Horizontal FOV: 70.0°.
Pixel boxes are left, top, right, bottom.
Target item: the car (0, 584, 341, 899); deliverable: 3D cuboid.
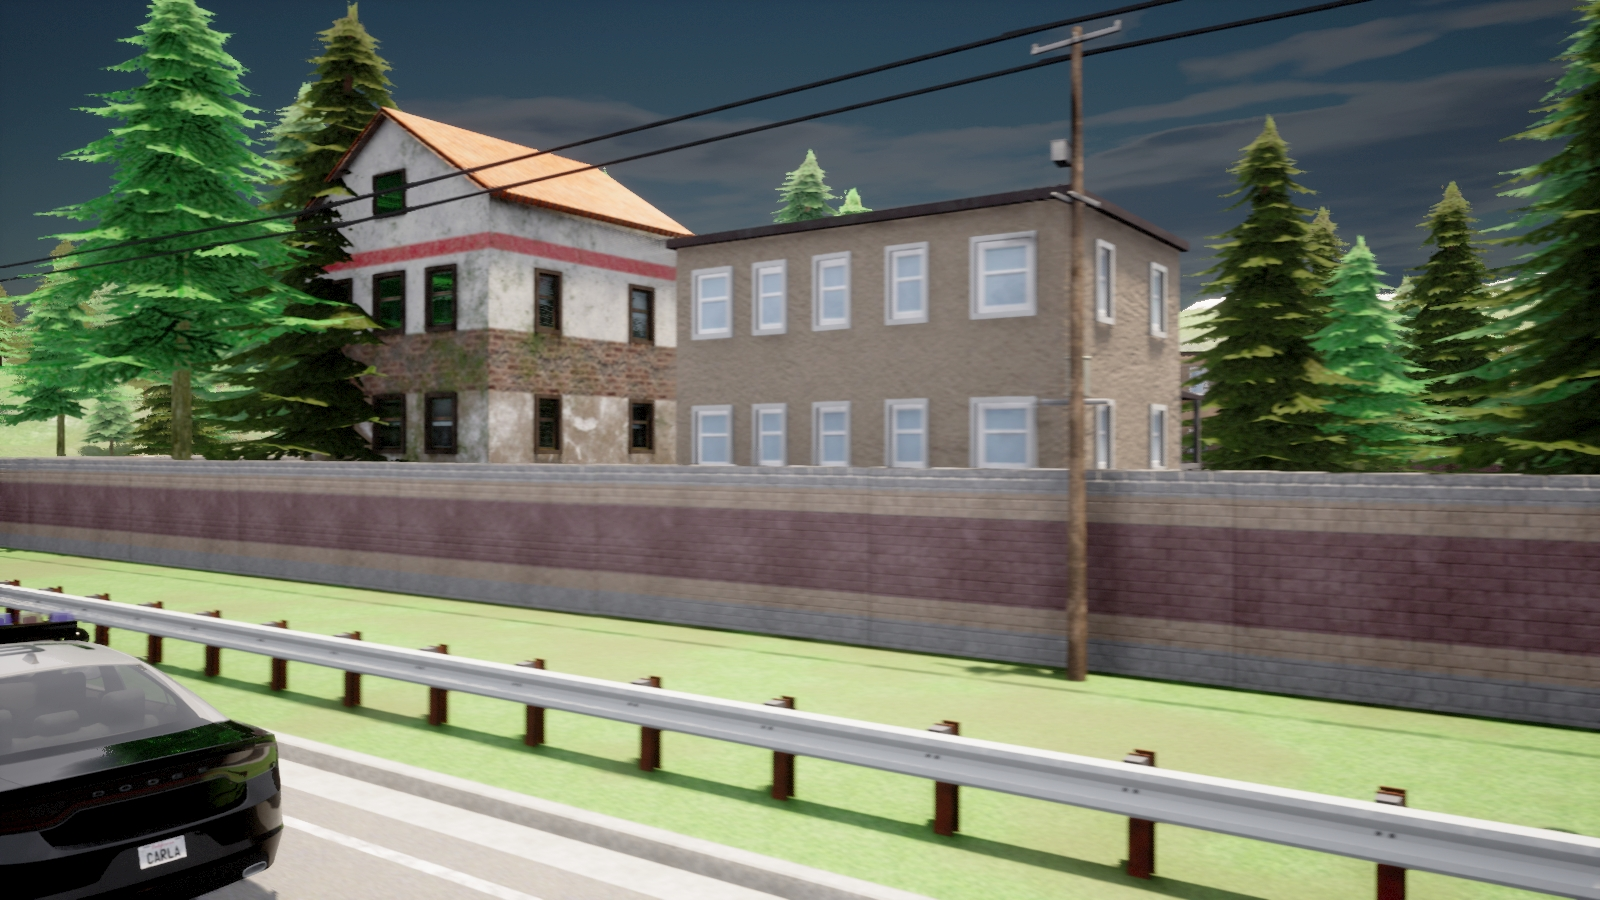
[{"bbox_3d":[-5.582,1.982,7.692,5.238,1.638,2.097,0,0,35],"label":"car"}]
